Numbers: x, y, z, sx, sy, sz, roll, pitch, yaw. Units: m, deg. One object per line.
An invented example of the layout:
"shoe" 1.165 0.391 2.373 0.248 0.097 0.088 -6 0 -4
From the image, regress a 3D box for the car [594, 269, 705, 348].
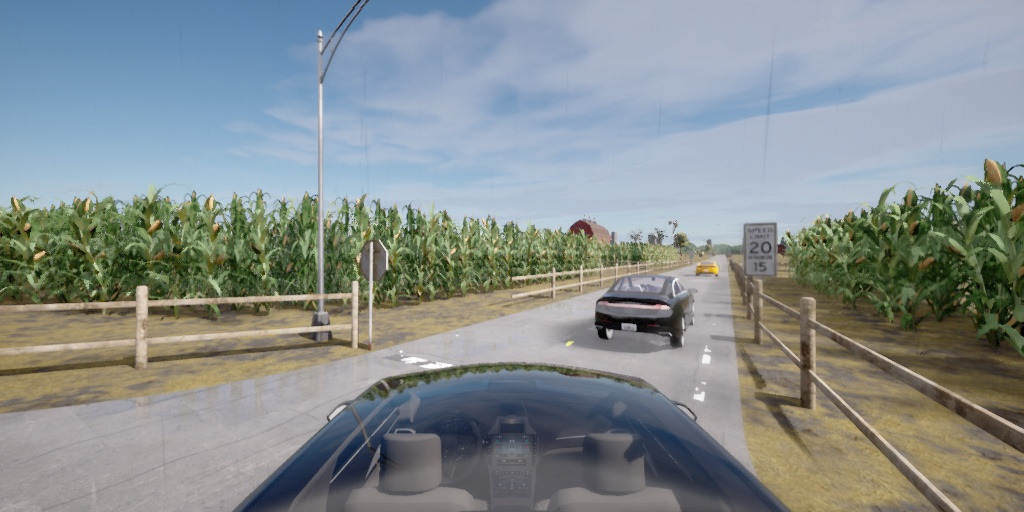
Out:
"car" 3.638 1.241 9.411 2.128 1.511 4.902 0 0 31

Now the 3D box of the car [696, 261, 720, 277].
"car" 19.731 1.228 36.181 1.882 1.535 5.008 0 0 31
